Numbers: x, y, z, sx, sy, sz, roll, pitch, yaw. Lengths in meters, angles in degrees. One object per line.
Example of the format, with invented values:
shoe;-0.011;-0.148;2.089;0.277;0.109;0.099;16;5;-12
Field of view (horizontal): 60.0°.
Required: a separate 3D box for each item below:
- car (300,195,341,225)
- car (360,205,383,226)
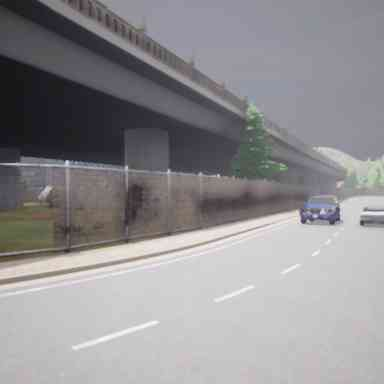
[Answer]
car;9.468;1.237;24.254;2.150;2.045;5.566;0;0;30
car;12.350;1.545;22.246;1.895;1.301;4.718;0;0;30
